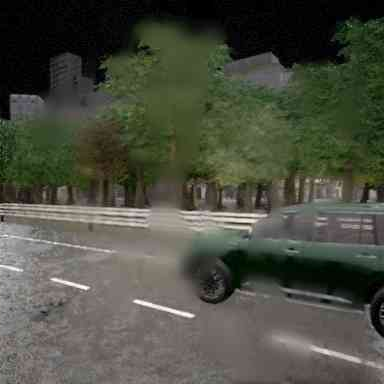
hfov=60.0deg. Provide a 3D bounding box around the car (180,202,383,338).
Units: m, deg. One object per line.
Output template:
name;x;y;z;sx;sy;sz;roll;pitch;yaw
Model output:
car;2.385;1.223;6.467;5.566;2.045;2.150;0;0;36
